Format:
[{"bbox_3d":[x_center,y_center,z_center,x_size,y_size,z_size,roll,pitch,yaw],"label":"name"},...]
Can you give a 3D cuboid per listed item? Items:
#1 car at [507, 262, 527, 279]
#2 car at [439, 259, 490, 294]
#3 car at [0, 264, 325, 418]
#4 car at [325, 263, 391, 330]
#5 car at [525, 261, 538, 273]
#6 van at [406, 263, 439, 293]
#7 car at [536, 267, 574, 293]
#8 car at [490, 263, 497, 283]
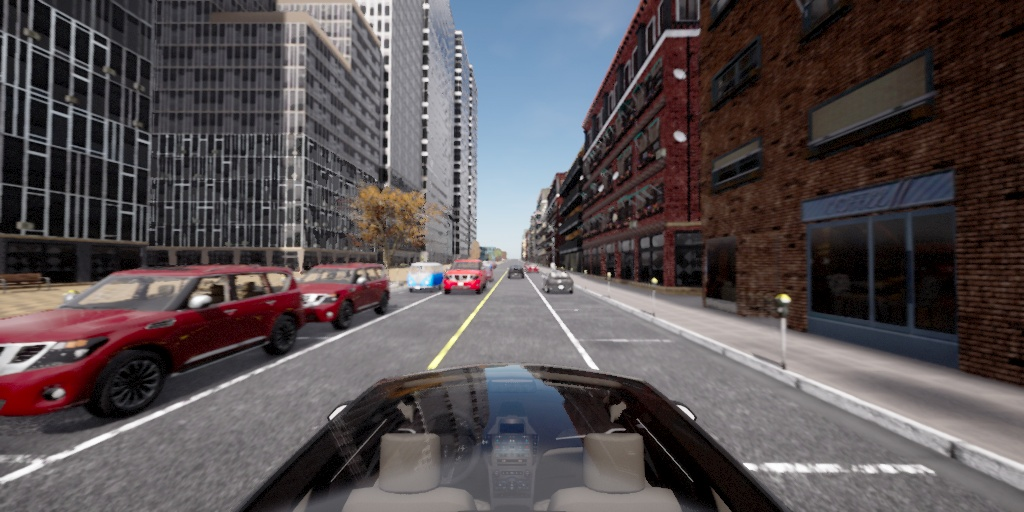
[{"bbox_3d":[0.455,1.761,40.707,1.837,1.490,4.892,0,-1,1],"label":"car"},{"bbox_3d":[-2.816,1.229,22.638,2.150,2.045,5.566,0,-1,1],"label":"car"},{"bbox_3d":[-5.676,1.094,6.140,2.192,1.841,5.009,0,0,1],"label":"car"},{"bbox_3d":[-5.619,1.170,11.786,2.192,1.841,5.009,0,0,1],"label":"car"},{"bbox_3d":[3.215,1.908,56.891,1.967,1.591,4.097,0,0,1],"label":"car"},{"bbox_3d":[-5.506,1.344,23.077,1.690,1.789,3.998,0,0,1],"label":"van"},{"bbox_3d":[2.874,1.597,23.012,2.007,1.370,4.403,0,0,1],"label":"car"},{"bbox_3d":[-2.708,1.679,33.734,1.812,1.442,4.674,0,-1,1],"label":"car"}]
